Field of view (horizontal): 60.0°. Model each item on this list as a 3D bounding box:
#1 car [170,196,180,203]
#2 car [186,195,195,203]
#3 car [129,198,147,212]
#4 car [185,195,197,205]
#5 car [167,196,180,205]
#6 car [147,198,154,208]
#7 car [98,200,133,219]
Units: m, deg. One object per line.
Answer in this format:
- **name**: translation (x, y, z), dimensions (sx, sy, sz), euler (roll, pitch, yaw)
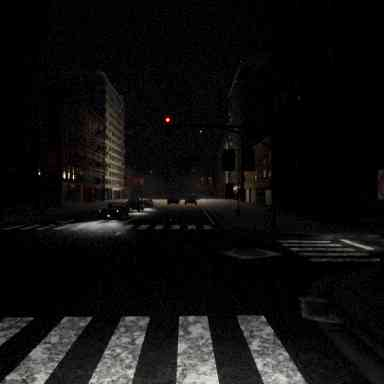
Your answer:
- **car**: translation (-3.445, 1.587, 69.884), dimensions (1.895, 1.301, 4.718), euler (0, 0, 0)
- **car**: translation (-0.273, 1.464, 68.333), dimensions (1.882, 1.535, 5.008), euler (0, 0, 0)
- **car**: translation (-6.751, 1.522, 38.740), dimensions (1.812, 1.442, 4.674), euler (0, 0, 0)
- **car**: translation (-0.233, 1.342, 58.300), dimensions (2.097, 1.767, 4.553), euler (0, 0, 0)
- **car**: translation (-3.390, 1.467, 59.731), dimensions (1.882, 1.535, 5.008), euler (0, 0, 0)
- **car**: translation (-6.787, 1.594, 48.778), dimensions (1.895, 1.301, 4.718), euler (0, 0, 0)
- **car**: translation (-6.715, 1.600, 28.951), dimensions (1.895, 1.301, 4.718), euler (0, 0, 0)
